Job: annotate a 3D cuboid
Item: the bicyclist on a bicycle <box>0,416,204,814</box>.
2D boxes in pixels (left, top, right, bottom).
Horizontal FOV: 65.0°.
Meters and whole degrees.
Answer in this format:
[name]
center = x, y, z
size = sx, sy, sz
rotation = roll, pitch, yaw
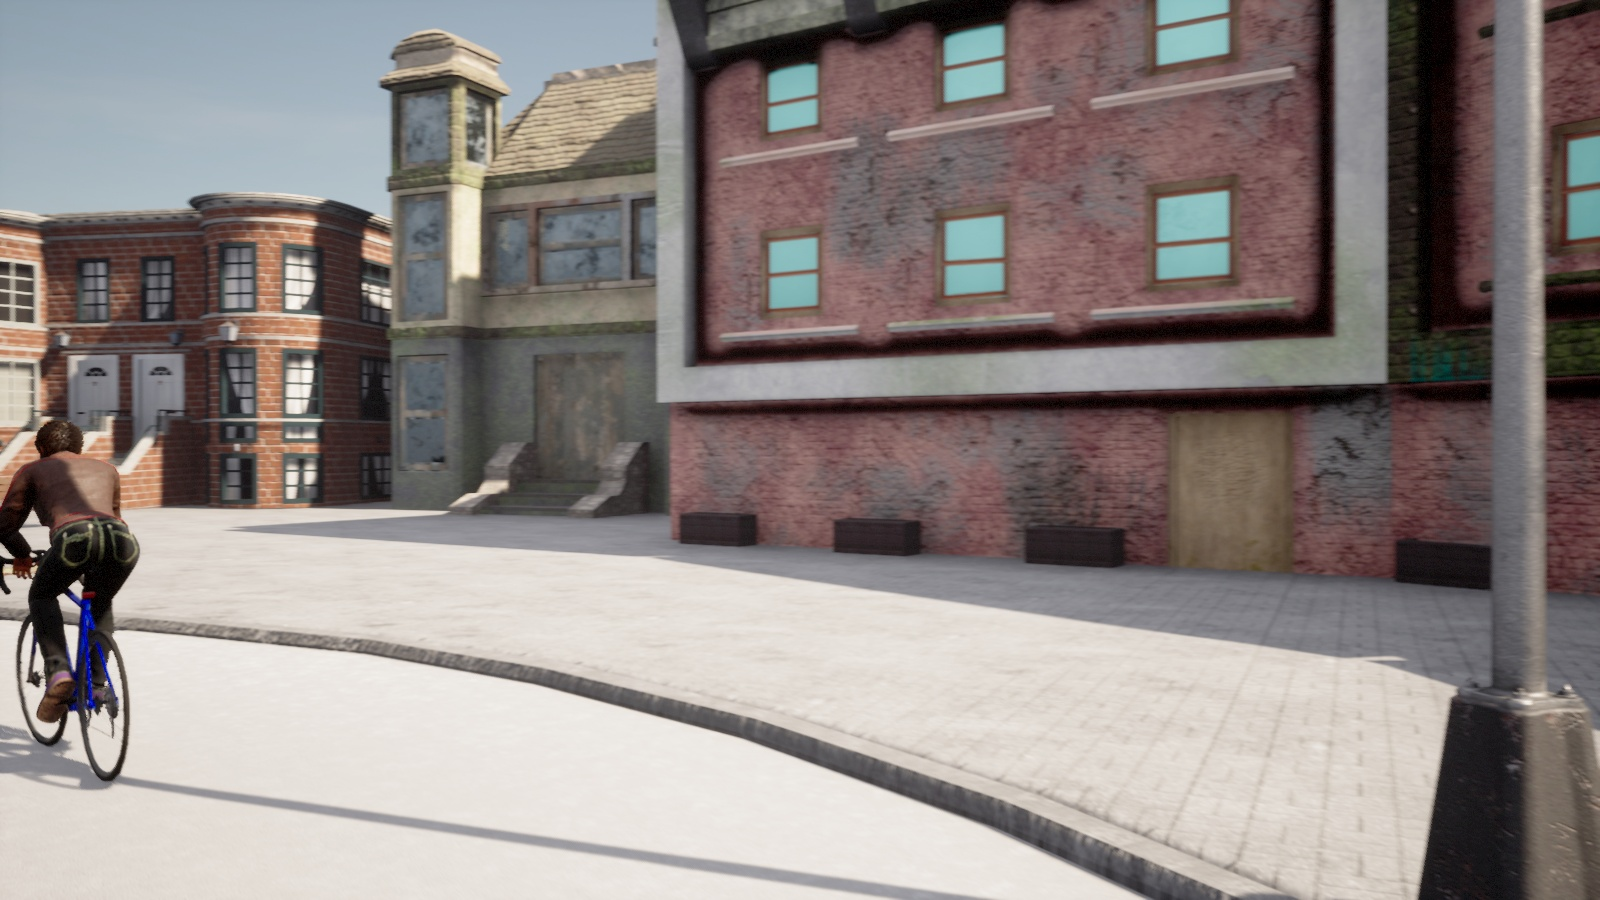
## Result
[bicyclist on a bicycle]
center = -3.423, 0.677, 5.910
size = 1.656, 1.620, 0.582
rotation = 0, 0, 45
